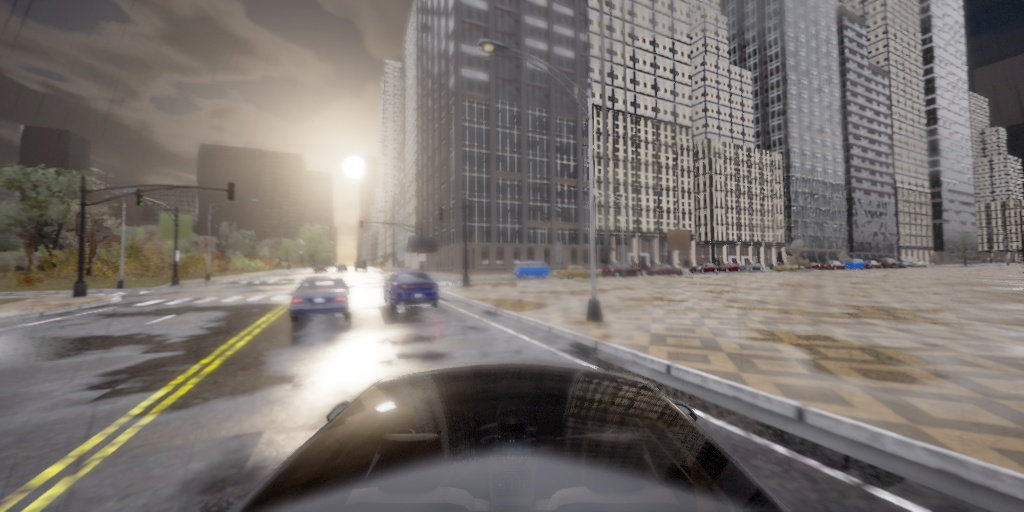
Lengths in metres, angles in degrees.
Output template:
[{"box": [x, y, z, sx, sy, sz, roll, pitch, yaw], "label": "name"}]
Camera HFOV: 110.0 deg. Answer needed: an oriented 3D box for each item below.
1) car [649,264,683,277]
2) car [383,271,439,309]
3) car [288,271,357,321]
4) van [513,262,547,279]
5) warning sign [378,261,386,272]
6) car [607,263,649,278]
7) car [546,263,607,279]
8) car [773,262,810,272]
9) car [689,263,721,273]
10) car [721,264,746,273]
[{"box": [15.773, 1.501, 37.075, 4.207, 1.307, 1.802, 0, 0, -25], "label": "car"}, {"box": [-4.639, 1.402, 16.138, 1.882, 1.535, 5.008, 0, -1, -24], "label": "car"}, {"box": [-6.908, 1.436, 13.248, 2.033, 1.411, 5.357, 0, -1, -24], "label": "car"}, {"box": [2.142, 1.579, 39.484, 3.998, 1.789, 1.690, 0, 0, -25], "label": "van"}, {"box": [-21.838, 1.715, 60.314, 1.300, 1.860, 1.060, 0, 0, -25], "label": "warning sign"}, {"box": [10.727, 1.358, 34.681, 4.097, 1.591, 1.967, 0, 0, -25], "label": "car"}, {"box": [5.835, 1.443, 32.360, 4.829, 1.417, 1.751, 0, 0, -25], "label": "car"}, {"box": [36.112, 1.454, 46.712, 4.829, 1.417, 1.751, 0, 0, -25], "label": "car"}, {"box": [27.411, 1.686, 51.473, 4.097, 1.591, 1.967, 0, 0, -25], "label": "car"}, {"box": [32.465, 1.795, 53.871, 4.507, 1.381, 1.888, 0, 0, -25], "label": "car"}]
